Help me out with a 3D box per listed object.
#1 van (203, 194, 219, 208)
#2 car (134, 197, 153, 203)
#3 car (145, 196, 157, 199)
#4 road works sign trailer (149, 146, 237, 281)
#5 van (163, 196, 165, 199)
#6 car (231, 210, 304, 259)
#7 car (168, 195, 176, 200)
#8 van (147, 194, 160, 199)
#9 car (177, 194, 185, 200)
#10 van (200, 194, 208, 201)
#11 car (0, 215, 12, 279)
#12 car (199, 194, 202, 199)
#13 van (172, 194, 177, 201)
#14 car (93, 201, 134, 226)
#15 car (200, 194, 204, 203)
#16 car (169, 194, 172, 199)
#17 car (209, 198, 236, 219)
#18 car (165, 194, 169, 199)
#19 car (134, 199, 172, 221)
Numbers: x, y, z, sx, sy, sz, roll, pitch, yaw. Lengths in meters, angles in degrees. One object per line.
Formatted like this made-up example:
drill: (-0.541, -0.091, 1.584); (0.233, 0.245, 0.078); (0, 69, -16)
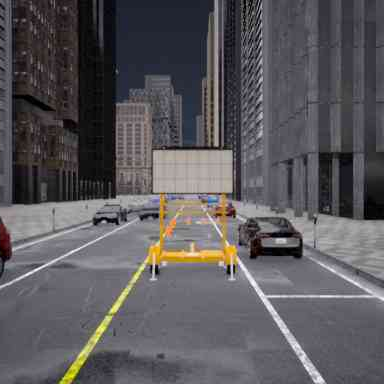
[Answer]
van: (2.863, 1.338, 46.297); (1.690, 1.788, 3.998); (0, 0, 0)
car: (-5.687, 1.548, 35.031); (2.008, 1.369, 4.403); (0, 0, 0)
car: (-5.675, 1.522, 40.501); (1.752, 1.417, 4.829); (0, 0, 0)
road works sign trailer: (0.022, 0.464, 9.845); (2.380, 3.560, 2.880); (0, 0, 0)
van: (-5.650, 1.337, 51.953); (1.690, 1.788, 3.998); (0, 0, 0)
car: (2.788, 1.565, 12.453); (1.947, 1.339, 4.313); (0, 0, 0)
car: (-5.561, 1.535, 91.439); (1.887, 1.381, 4.507); (0, 0, 0)
van: (-5.663, 1.338, 46.312); (1.690, 1.788, 3.998); (0, 0, 0)
car: (-2.799, 1.554, 89.852); (2.033, 1.411, 5.357); (0, 0, 0)
van: (2.939, 1.333, 80.141); (1.690, 1.788, 3.998); (0, 0, 0)
car: (-5.751, 1.315, 6.827); (2.192, 1.841, 5.009); (0, 0, 0)
car: (2.914, 1.576, 68.860); (1.802, 1.307, 4.206); (0, 0, 0)
van: (-5.574, 1.332, 85.798); (1.690, 1.788, 3.998); (0, 0, 0)
car: (-5.712, 1.564, 23.749); (1.947, 1.339, 4.313); (0, 0, 0)
car: (2.901, 1.577, 63.219); (1.802, 1.307, 4.206); (0, 0, 0)
car: (-5.625, 1.310, 63.235); (2.192, 1.841, 5.009); (0, 0, 0)
car: (2.825, 1.543, 29.375); (1.887, 1.381, 4.507); (0, 0, 0)
car: (-5.637, 1.436, 57.593); (1.967, 1.590, 4.097); (0, 0, 0)
car: (-3.039, 1.545, 27.029); (2.033, 1.411, 5.357); (0, 0, 0)
